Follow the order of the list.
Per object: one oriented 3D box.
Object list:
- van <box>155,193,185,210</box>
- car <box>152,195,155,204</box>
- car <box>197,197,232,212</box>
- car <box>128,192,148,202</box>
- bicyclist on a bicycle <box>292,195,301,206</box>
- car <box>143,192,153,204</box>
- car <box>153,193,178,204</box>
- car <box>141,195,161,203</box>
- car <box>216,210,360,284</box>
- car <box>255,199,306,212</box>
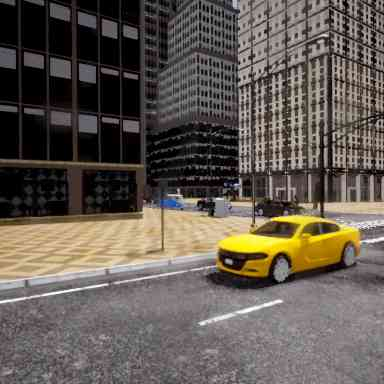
[{"bbox_3d":[-2.376,1.210,39.539,1.690,1.788,3.998,0,0,-34],"label":"van"},{"bbox_3d":[-3.219,1.348,45.420,1.812,1.442,4.674,-1,1,-34],"label":"car"},{"bbox_3d":[2.432,1.362,37.042,2.128,1.511,4.902,-1,1,-34],"label":"car"},{"bbox_3d":[-10.940,0.981,67.179,2.192,1.841,5.009,0,0,-34],"label":"car"},{"bbox_3d":[12.012,1.118,38.461,1.656,1.620,0.582,-1,1,-34],"label":"bicyclist on a bicycle"},{"bbox_3d":[-6.413,1.251,55.760,1.837,1.490,4.892,-1,1,-34],"label":"car"},{"bbox_3d":[-4.737,1.035,57.999,2.192,1.841,5.009,0,0,-34],"label":"car"},{"bbox_3d":[-7.838,1.238,62.590,1.887,1.381,4.507,0,0,-34],"label":"car"},{"bbox_3d":[2.956,1.474,9.780,5.008,1.535,1.882,0,0,-35],"label":"car"},{"bbox_3d":[7.706,1.419,29.234,1.837,1.490,4.892,-1,1,-34],"label":"car"}]
